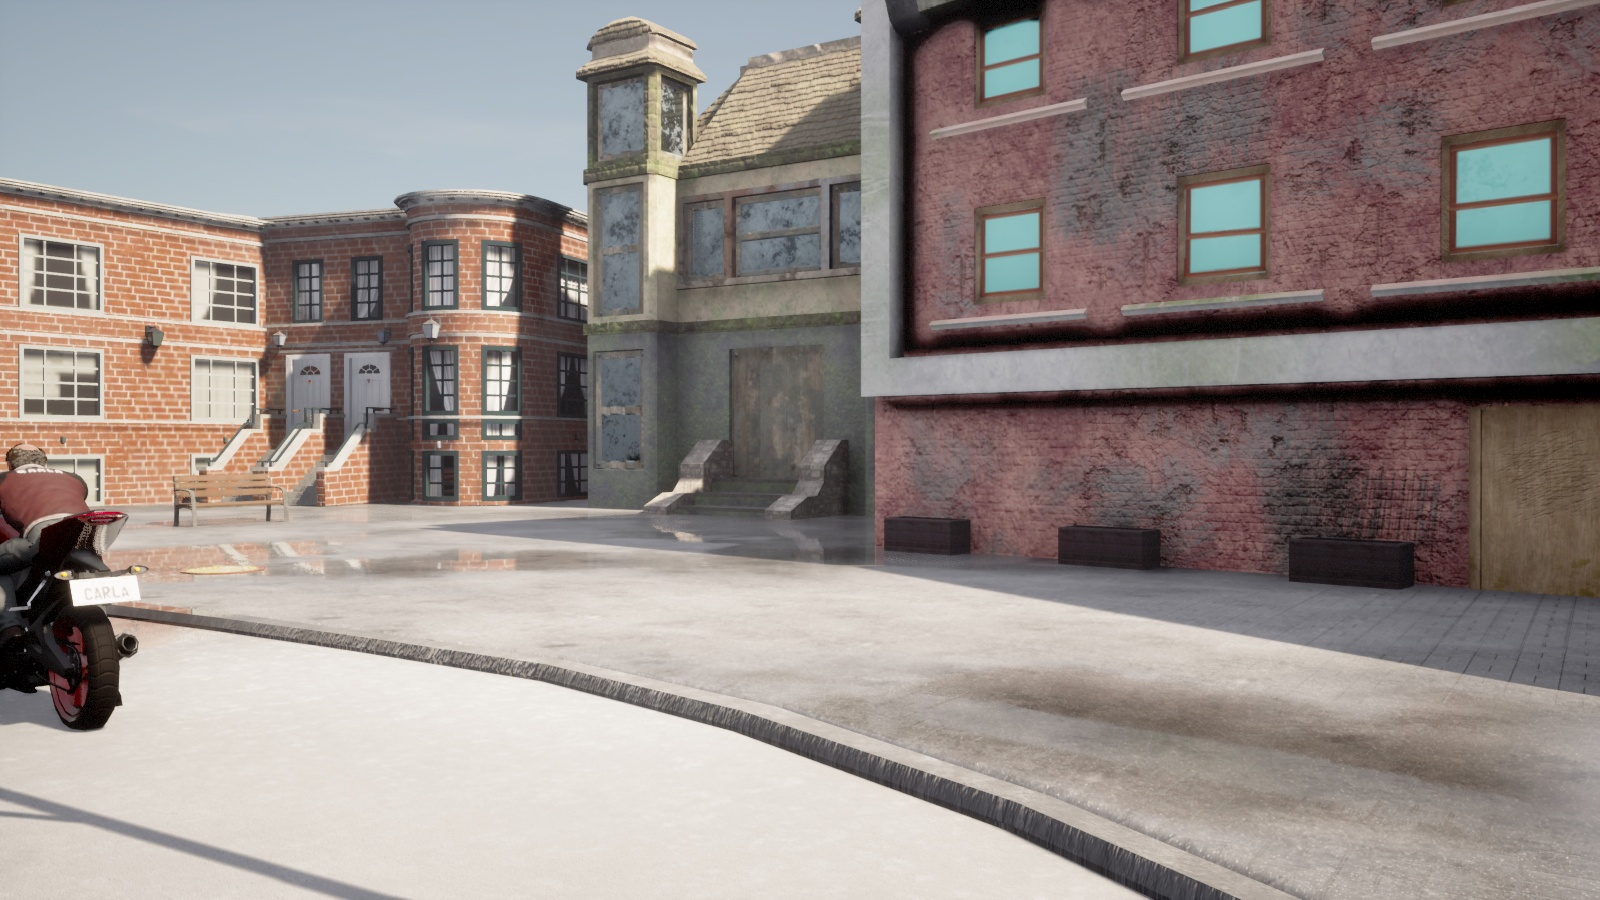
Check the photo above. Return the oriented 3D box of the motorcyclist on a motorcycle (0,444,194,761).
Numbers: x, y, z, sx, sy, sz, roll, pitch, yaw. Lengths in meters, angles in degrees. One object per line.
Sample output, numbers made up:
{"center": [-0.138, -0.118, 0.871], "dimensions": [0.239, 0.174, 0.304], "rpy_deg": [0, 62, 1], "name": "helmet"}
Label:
{"center": [-4.364, 0.734, 7.124], "dimensions": [2.191, 1.530, 0.866], "rpy_deg": [0, 0, 41], "name": "motorcyclist on a motorcycle"}
